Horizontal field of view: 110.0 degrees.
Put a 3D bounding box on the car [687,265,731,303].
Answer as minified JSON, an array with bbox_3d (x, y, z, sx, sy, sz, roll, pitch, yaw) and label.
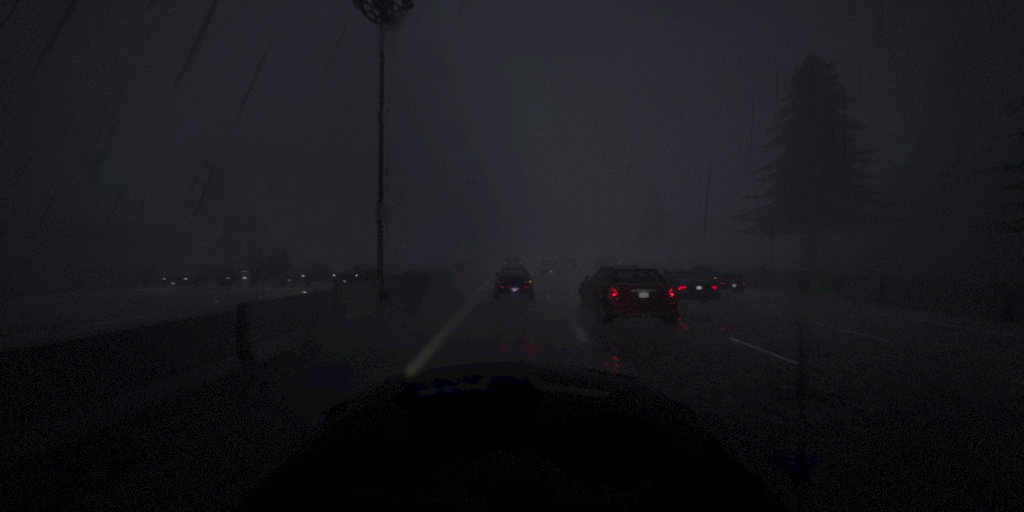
[{"bbox_3d":[7.111,1.241,16.127,2.033,1.411,5.357,0,0,0],"label":"car"}]

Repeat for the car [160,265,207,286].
[{"bbox_3d":[-20.983,1.293,24.851,2.033,1.411,5.357,0,1,0],"label":"car"}]

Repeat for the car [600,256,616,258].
[{"bbox_3d":[10.627,0.761,40.300,2.097,1.767,4.553,0,1,0],"label":"car"}]

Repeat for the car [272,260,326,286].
[{"bbox_3d":[-13.983,1.217,24.839,1.812,1.442,4.674,0,1,0],"label":"car"}]

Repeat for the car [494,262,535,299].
[{"bbox_3d":[0.112,1.227,17.678,1.812,1.442,4.674,0,1,0],"label":"car"}]

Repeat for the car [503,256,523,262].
[{"bbox_3d":[0.127,0.792,40.017,2.097,1.767,4.553,0,1,0],"label":"car"}]

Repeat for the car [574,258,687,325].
[{"bbox_3d":[3.607,1.074,11.925,2.097,1.767,4.553,0,0,0],"label":"car"}]

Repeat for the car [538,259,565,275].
[{"bbox_3d":[3.624,1.115,34.705,1.895,1.301,4.718,0,1,0],"label":"car"}]

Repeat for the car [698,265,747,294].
[{"bbox_3d":[10.614,1.188,19.423,1.812,1.442,4.674,0,1,0],"label":"car"}]

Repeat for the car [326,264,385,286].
[{"bbox_3d":[-10.484,1.269,24.692,1.895,1.301,4.718,0,0,0],"label":"car"}]

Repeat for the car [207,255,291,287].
[{"bbox_3d":[-17.484,0.960,24.820,2.150,2.045,5.566,0,1,0],"label":"car"}]

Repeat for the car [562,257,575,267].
[{"bbox_3d":[7.131,0.825,45.872,1.837,1.490,4.892,0,1,0],"label":"car"}]
